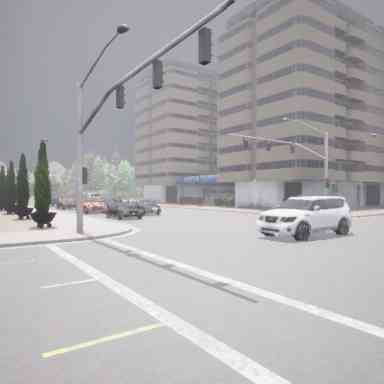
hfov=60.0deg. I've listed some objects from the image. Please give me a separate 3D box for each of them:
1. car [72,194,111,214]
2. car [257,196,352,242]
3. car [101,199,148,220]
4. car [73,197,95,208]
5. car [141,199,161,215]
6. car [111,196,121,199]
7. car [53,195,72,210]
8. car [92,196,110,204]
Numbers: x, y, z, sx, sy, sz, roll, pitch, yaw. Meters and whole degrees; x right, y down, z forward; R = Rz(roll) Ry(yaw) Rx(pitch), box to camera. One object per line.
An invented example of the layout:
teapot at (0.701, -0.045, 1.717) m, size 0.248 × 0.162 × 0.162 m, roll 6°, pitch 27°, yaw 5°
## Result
car at (-10.763, 1.352, 35.391) m, size 2.097 × 1.767 × 4.553 m, roll 0°, pitch 0°, yaw -35°
car at (5.763, 1.221, 16.664) m, size 5.566 × 2.045 × 2.150 m, roll 0°, pitch 0°, yaw -35°
car at (-5.806, 1.564, 28.258) m, size 1.994 × 1.385 × 4.181 m, roll 0°, pitch 0°, yaw -35°
car at (-15.962, 1.505, 49.033) m, size 1.837 × 1.490 × 4.892 m, roll 0°, pitch 0°, yaw -34°
car at (-4.830, 1.492, 32.982) m, size 2.128 × 1.511 × 4.902 m, roll 0°, pitch 0°, yaw -35°
car at (-10.075, 1.505, 40.538) m, size 1.837 × 1.490 × 4.892 m, roll 0°, pitch 0°, yaw -35°
car at (-16.403, 1.526, 43.524) m, size 1.812 × 1.442 × 4.674 m, roll 0°, pitch 0°, yaw -35°
car at (-17.453, 1.502, 63.758) m, size 1.837 × 1.490 × 4.892 m, roll 0°, pitch -1°, yaw -34°
